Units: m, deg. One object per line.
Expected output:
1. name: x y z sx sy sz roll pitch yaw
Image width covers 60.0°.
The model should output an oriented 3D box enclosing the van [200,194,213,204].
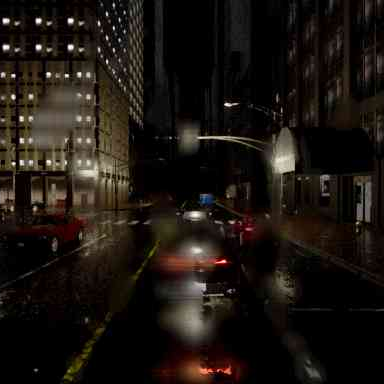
1. van: 2.766 1.329 58.481 1.690 1.788 3.998 0 0 0

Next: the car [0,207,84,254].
1. car: -5.806 1.543 13.523 1.887 1.381 4.507 0 0 0

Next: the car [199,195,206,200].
1. car: 2.816 1.550 92.661 1.802 1.307 4.206 0 0 0

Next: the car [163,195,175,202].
1. car: -5.588 1.524 75.583 1.887 1.381 4.507 0 0 0

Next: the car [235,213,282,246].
1. car: 2.835 1.580 14.888 1.802 1.307 4.206 0 0 0

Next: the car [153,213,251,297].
1. car: 0.111 1.504 8.535 1.837 1.490 4.892 0 0 0

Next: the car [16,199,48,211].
1. car: -18.470 1.499 37.262 4.403 1.369 2.008 0 0 1

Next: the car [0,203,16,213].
1. car: -18.569 1.308 28.881 5.009 1.841 2.192 0 0 1

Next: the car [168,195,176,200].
1. car: -5.564 1.533 92.674 1.947 1.339 4.313 0 0 0

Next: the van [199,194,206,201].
1. van: 2.807 1.313 86.965 1.690 1.788 3.998 0 0 0

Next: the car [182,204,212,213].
1. car: 0.125 1.562 17.411 1.994 1.385 4.181 0 0 0

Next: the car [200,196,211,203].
1. car: 2.784 1.534 69.874 2.008 1.369 4.403 0 0 0
